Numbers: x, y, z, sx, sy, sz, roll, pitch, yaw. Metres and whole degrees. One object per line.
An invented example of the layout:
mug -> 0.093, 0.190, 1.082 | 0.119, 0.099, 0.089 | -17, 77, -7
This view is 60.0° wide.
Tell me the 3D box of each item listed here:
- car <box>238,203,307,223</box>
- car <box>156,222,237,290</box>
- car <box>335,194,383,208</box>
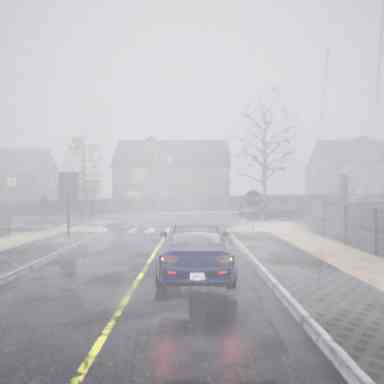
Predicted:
car -> 5.844, 1.437, 23.914 | 4.718, 1.301, 1.895 | -2, 1, -16
car -> 0.089, 1.523, 8.965 | 1.812, 1.442, 4.674 | 0, 0, 0
car -> 13.624, 0.963, 26.779 | 4.553, 1.767, 2.097 | -1, 1, 0
